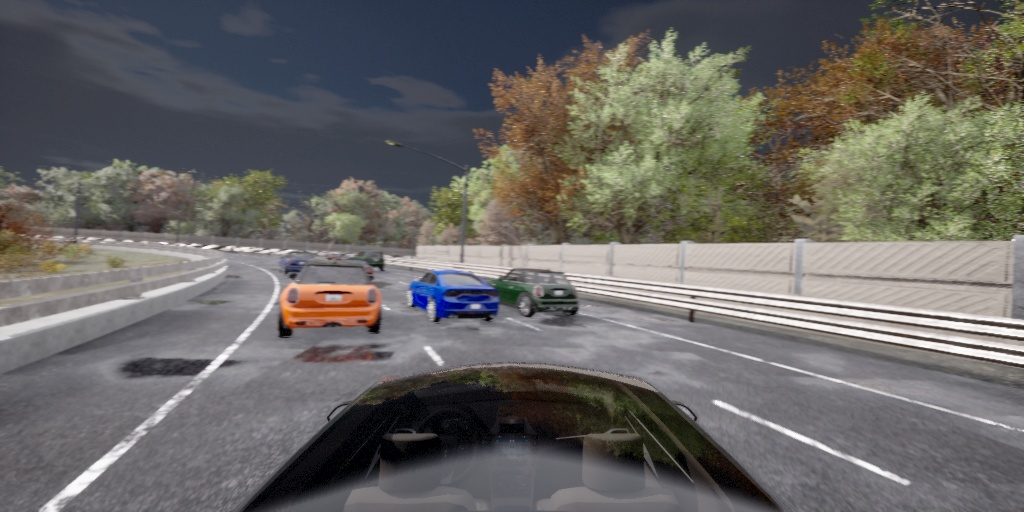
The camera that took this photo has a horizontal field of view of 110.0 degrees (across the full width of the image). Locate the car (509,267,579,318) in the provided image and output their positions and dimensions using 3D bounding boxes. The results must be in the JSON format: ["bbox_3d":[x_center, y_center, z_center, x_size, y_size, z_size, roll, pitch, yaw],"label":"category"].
[{"bbox_3d":[0.593,1.247,14.141,2.097,1.767,4.553,3,-1,-28],"label":"car"}]

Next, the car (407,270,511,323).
[{"bbox_3d":[-2.149,1.198,12.070,1.882,1.535,5.008,4,-1,-28],"label":"car"}]

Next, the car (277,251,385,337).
[{"bbox_3d":[-4.836,0.898,9.703,2.097,1.767,4.553,3,-1,-27],"label":"car"}]

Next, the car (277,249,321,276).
[{"bbox_3d":[-15.708,0.432,26.328,2.097,1.767,4.553,4,-1,-38],"label":"car"}]

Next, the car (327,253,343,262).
[{"bbox_3d":[-28.416,0.243,57.583,1.895,1.301,4.718,3,-1,-22],"label":"car"}]

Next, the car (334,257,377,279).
[{"bbox_3d":[-11.943,0.865,27.158,1.994,1.385,4.181,4,-1,-37],"label":"car"}]

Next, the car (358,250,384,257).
[{"bbox_3d":[-14.760,0.449,36.740,2.150,2.045,5.566,4,-1,-38],"label":"car"}]
